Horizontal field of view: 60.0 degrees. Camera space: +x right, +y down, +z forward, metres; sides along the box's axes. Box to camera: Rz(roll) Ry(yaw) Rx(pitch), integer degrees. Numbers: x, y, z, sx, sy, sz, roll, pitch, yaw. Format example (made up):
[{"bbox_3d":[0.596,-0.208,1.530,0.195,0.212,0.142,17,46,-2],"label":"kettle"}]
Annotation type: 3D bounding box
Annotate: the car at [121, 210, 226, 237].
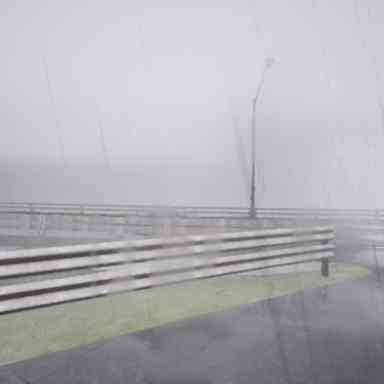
[{"bbox_3d":[-0.891,1.612,16.927,5.357,1.411,2.033,1,0,5],"label":"car"}]
